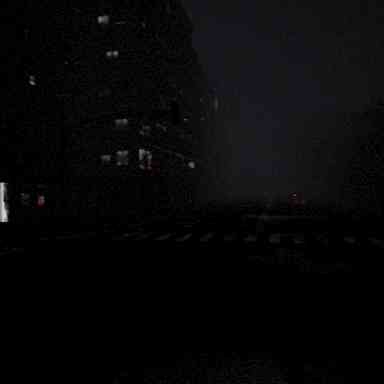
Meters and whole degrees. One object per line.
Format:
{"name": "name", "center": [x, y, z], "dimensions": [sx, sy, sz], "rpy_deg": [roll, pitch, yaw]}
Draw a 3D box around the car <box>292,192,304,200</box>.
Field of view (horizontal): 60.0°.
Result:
{"name": "car", "center": [19.251, 0.729, 60.402], "dimensions": [2.128, 1.511, 4.902], "rpy_deg": [-1, 0, 14]}
